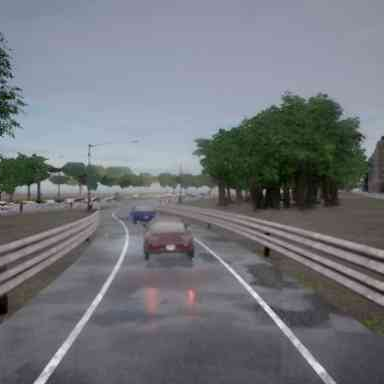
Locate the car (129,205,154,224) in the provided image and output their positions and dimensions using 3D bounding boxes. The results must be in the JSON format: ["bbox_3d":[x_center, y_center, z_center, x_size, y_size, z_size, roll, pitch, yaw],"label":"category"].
[{"bbox_3d":[-4.348,1.884,29.081,1.882,1.535,5.008,0,0,-16],"label":"car"}]

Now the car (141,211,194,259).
[{"bbox_3d":[-1.029,1.714,13.447,1.812,1.442,4.674,0,-1,-8],"label":"car"}]
